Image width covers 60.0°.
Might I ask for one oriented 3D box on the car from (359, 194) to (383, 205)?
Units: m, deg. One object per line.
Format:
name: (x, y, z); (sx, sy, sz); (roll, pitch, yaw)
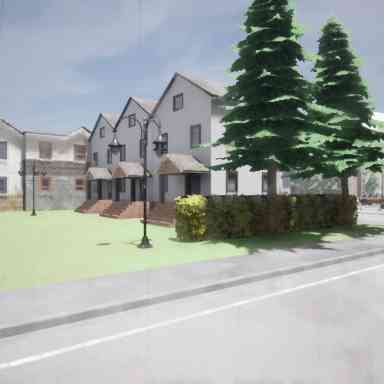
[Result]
car: (27.271, 1.097, 49.273); (1.932, 1.855, 4.605); (0, 0, -36)

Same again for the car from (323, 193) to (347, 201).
car: (32.140, 1.097, 74.727); (1.932, 1.855, 4.605); (0, 0, -36)
